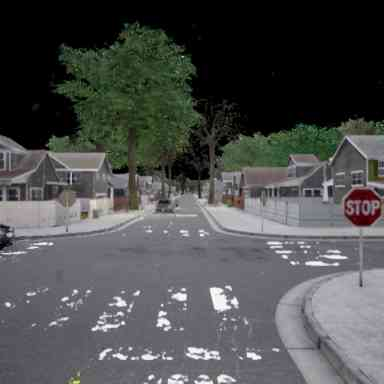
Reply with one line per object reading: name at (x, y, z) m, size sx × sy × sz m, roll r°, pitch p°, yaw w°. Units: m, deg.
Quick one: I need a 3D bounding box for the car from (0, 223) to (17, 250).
car at (-8.762, 1.584, 12.083) m, size 4.181 × 1.385 × 1.994 m, roll 0°, pitch 1°, yaw -10°

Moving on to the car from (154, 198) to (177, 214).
car at (-2.911, 1.563, 35.928) m, size 1.837 × 1.490 × 4.892 m, roll 0°, pitch 0°, yaw 0°

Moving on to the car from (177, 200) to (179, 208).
car at (-2.970, 1.580, 49.024) m, size 1.994 × 1.385 × 4.181 m, roll 0°, pitch 0°, yaw 0°
